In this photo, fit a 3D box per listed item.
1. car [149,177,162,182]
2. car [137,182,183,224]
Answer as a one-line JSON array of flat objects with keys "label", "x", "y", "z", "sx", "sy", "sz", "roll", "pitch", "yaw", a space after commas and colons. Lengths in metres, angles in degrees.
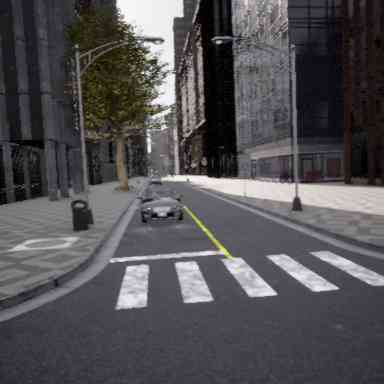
[{"label": "car", "x": -6.077, "y": -1.777, "z": 55.051, "sx": 1.994, "sy": 1.385, "sz": 4.181, "roll": -3, "pitch": 4, "yaw": -6}, {"label": "car", "x": -1.520, "y": 0.498, "z": 16.050, "sx": 2.128, "sy": 1.511, "sz": 4.902, "roll": -3, "pitch": 4, "yaw": -6}]
